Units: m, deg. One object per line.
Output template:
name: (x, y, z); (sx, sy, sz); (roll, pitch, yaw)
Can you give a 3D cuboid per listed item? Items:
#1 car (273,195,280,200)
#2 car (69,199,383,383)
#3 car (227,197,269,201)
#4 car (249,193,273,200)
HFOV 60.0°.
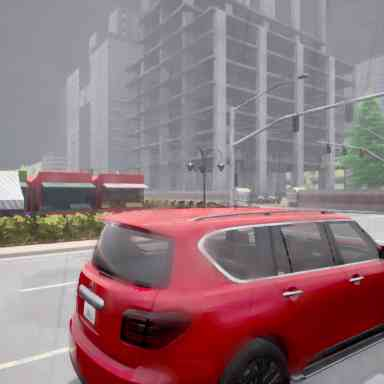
car: (14.066, 1.114, 59.881); (1.905, 1.878, 3.866); (0, 0, -36)
car: (1.232, 1.221, 4.664); (5.566, 2.045, 2.150); (0, 0, -35)
car: (3.876, 1.422, 28.558); (1.882, 1.535, 5.008); (0, 0, -36)
car: (11.674, 1.114, 58.169); (1.905, 1.878, 3.866); (0, 0, -36)
